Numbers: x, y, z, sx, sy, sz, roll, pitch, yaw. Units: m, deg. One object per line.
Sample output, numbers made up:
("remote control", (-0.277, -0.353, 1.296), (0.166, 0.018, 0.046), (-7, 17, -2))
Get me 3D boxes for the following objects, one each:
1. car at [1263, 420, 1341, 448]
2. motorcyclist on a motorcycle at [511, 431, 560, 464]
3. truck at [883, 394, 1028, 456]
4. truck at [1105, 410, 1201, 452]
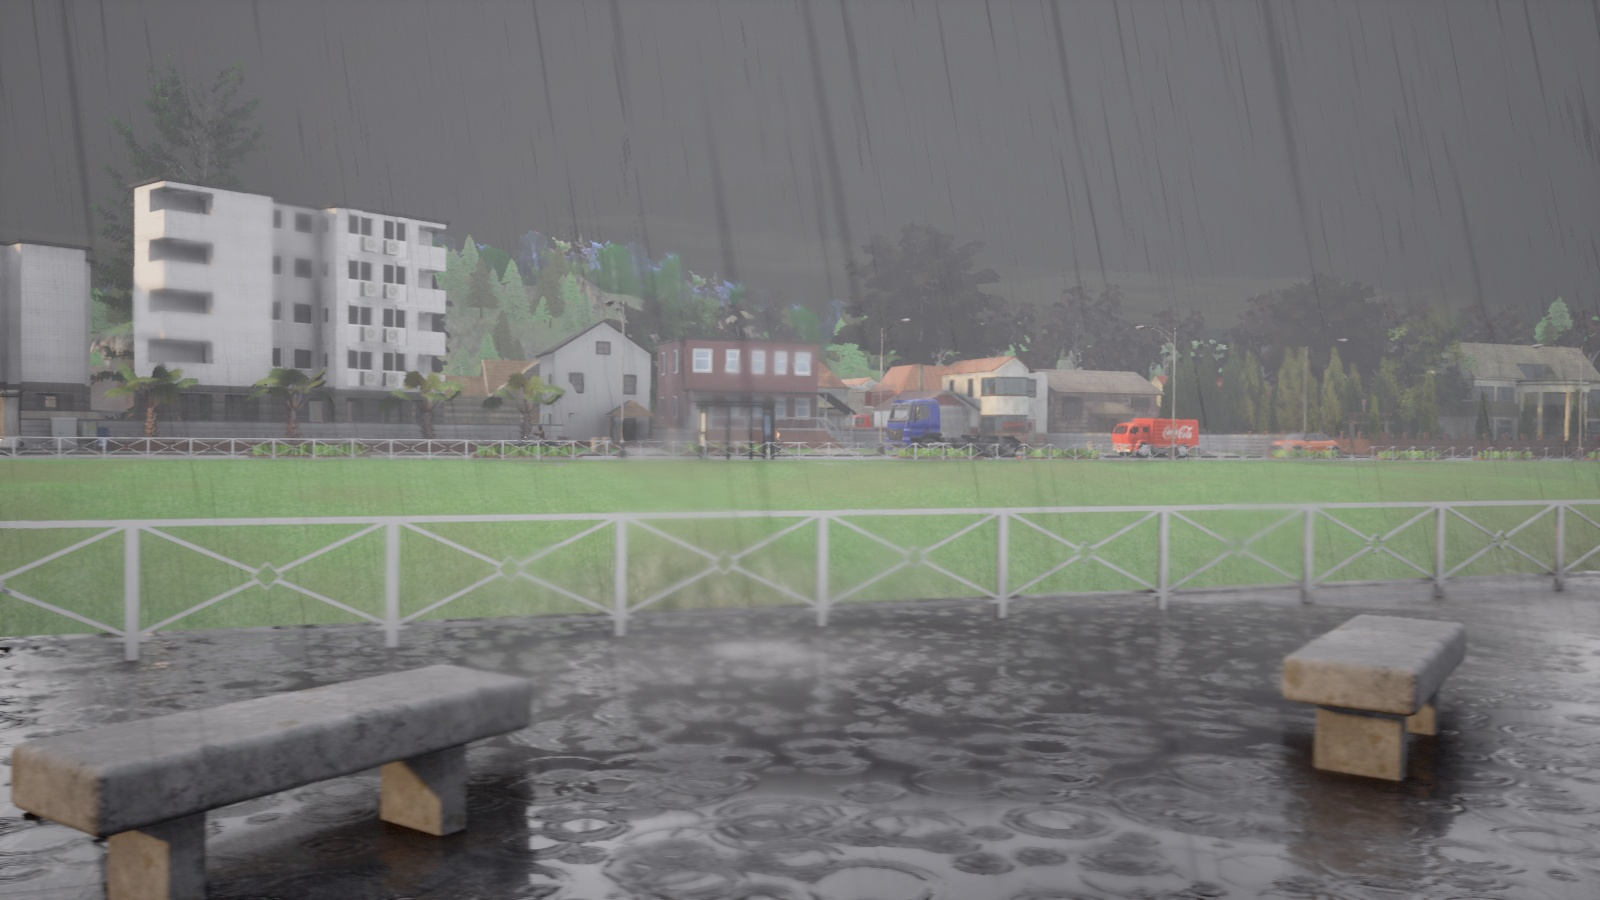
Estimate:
("car", (32.884, -1.038, 82.252), (4.553, 1.767, 2.097), (-1, 1, -21))
("motorcyclist on a motorcycle", (-13.595, -0.156, 64.619), (2.350, 1.649, 0.766), (-1, 1, -21))
("truck", (9.088, -1.474, 73.213), (7.936, 3.462, 2.891), (-1, 1, -21))
("truck", (21.942, -1.196, 78.096), (5.204, 2.467, 2.627), (-1, 1, -21))
